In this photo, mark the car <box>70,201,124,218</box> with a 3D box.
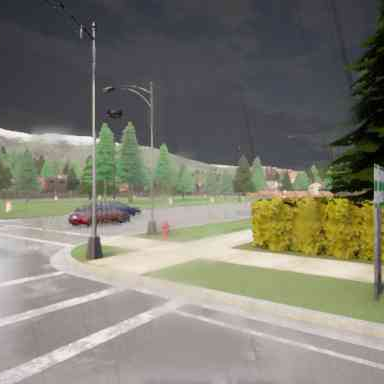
[{"bbox_3d":[-8.744,1.595,31.037,1.895,1.301,4.718,0,0,36],"label":"car"}]

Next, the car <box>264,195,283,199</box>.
[{"bbox_3d":[14.988,1.543,57.838,2.033,1.411,5.357,0,0,36],"label":"car"}]

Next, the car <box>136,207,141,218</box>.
[{"bbox_3d":[-6.443,1.521,28.247,1.812,1.442,4.674,0,0,36],"label":"car"}]

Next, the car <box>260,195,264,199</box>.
[{"bbox_3d":[14.615,1.347,63.285,2.097,1.767,4.553,0,0,36],"label":"car"}]

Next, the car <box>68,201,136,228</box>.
[{"bbox_3d":[-6.208,1.560,22.606,1.994,1.385,4.181,0,0,36],"label":"car"}]
